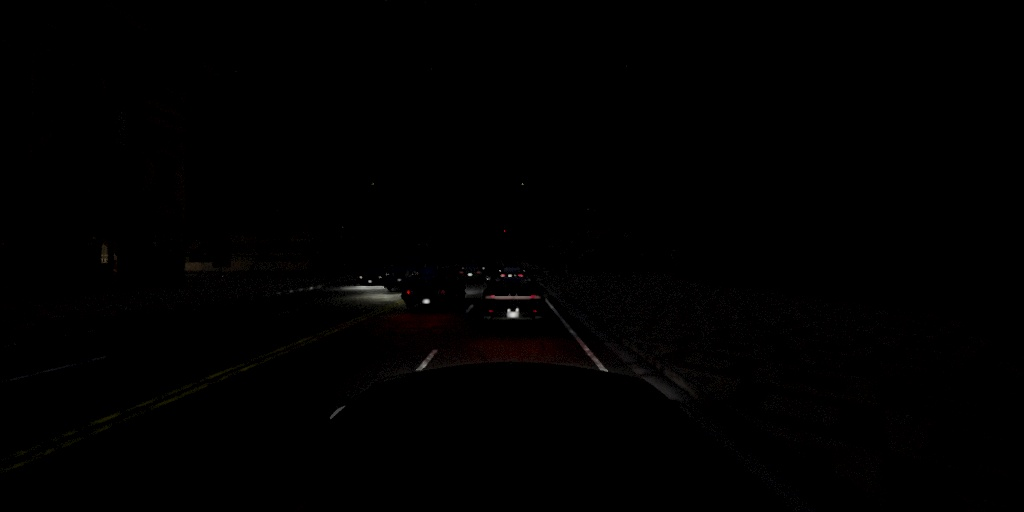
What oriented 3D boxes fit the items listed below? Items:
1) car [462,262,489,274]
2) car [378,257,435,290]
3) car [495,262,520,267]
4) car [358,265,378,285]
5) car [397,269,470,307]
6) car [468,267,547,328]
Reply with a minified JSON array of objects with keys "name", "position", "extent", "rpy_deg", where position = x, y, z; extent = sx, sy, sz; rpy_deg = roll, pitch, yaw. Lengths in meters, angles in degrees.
[{"name":"car","position":[-3.246,1.425,29.803],"extent":[1.994,1.385,4.181],"rpy_deg":[0,0,0]},{"name":"car","position":[-6.642,1.058,23.907],"extent":[2.150,2.045,5.566],"rpy_deg":[0,0,0]},{"name":"car","position":[0.001,1.398,27.424],"extent":[2.033,1.411,5.357],"rpy_deg":[0,0,0]},{"name":"car","position":[-9.881,1.401,27.622],"extent":[2.033,1.411,5.357],"rpy_deg":[0,0,0]},{"name":"car","position":[-3.201,1.405,15.619],"extent":[1.895,1.301,4.718],"rpy_deg":[0,0,0]},{"name":"car","position":[0.036,1.280,11.522],"extent":[2.128,1.511,4.902],"rpy_deg":[0,0,0]}]
